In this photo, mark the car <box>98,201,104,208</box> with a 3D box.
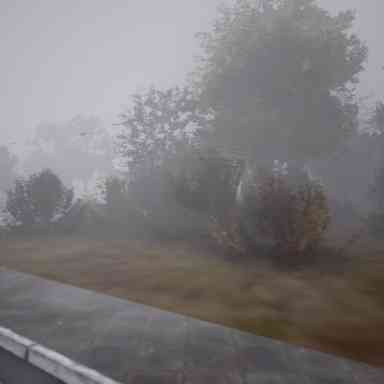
[{"bbox_3d":[-9.723,1.594,33.760,1.994,1.385,4.181,0,0,32],"label":"car"}]
